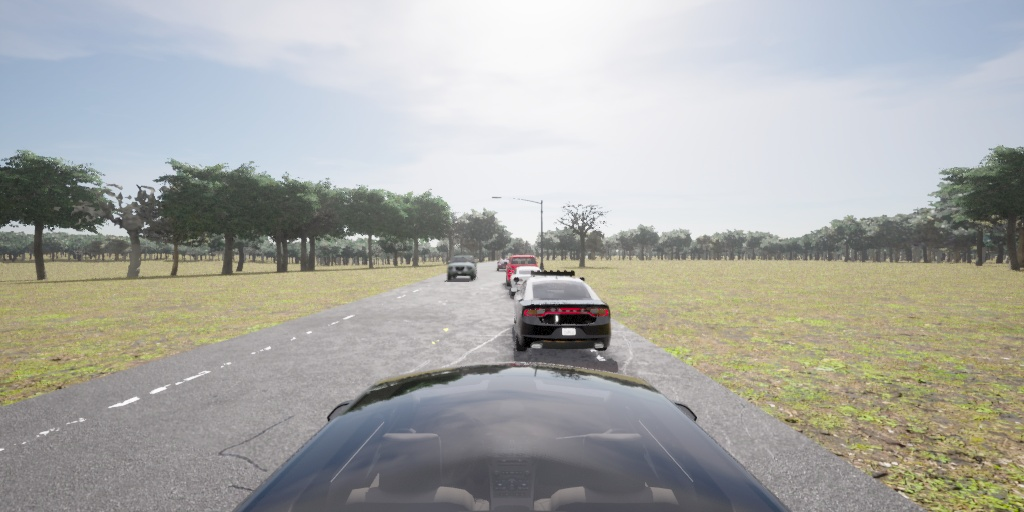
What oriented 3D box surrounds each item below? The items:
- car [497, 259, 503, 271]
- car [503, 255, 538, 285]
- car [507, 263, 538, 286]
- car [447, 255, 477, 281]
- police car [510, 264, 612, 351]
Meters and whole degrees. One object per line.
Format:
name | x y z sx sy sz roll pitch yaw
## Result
car | -1.074 1.290 49.196 1.812 1.442 4.674 0 0 -1
car | 0.666 0.974 25.087 2.150 2.045 5.566 0 0 -2
car | 0.836 1.275 19.041 1.812 1.442 4.674 0 0 -1
car | -4.153 0.974 30.583 2.150 2.045 5.566 0 0 -2
police car | 1.009 1.174 9.115 1.930 1.638 5.238 0 0 -1
